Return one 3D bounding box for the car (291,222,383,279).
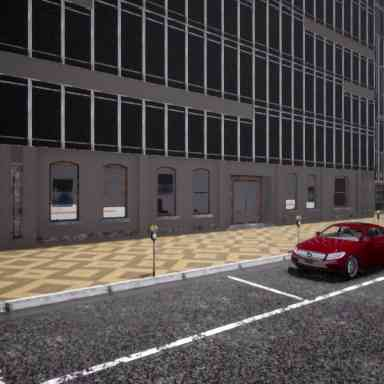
[{"bbox_3d":[4.782,1.582,9.989,4.206,1.307,1.802,0,0,-36],"label":"car"}]
